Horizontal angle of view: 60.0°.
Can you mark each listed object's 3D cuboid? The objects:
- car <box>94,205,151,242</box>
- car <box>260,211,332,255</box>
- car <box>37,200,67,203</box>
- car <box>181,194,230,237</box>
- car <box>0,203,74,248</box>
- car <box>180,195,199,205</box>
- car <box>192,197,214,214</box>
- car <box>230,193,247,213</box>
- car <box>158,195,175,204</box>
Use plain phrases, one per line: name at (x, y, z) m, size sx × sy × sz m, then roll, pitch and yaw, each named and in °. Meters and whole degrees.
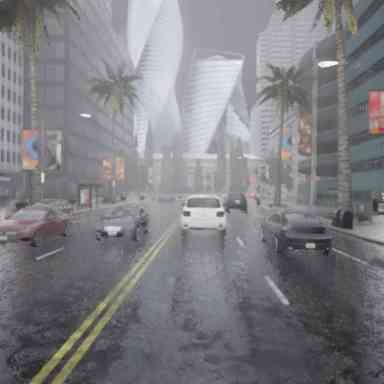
car at (-3.155, 1.401, 15.916) m, size 2.128 × 1.511 × 4.902 m, roll 1°, pitch 0°, yaw 2°
car at (3.966, 1.507, 13.321) m, size 1.837 × 1.490 × 4.892 m, roll 1°, pitch 0°, yaw 2°
car at (-9.453, 1.297, 22.083) m, size 2.231 × 1.521 × 4.892 m, roll 1°, pitch 0°, yaw 2°
car at (0.611, 1.169, 17.924) m, size 2.150 × 2.045 × 5.566 m, roll 1°, pitch 0°, yaw 2°
car at (-6.707, 1.399, 14.296) m, size 1.812 × 1.442 × 4.674 m, roll 1°, pitch 0°, yaw 2°
car at (-0.398, 1.283, 56.928) m, size 1.882 × 1.535 × 5.008 m, roll 0°, pitch 0°, yaw 17°
car at (1.164, 1.386, 35.740) m, size 2.128 × 1.511 × 4.902 m, roll 1°, pitch 0°, yaw 2°
car at (4.681, 1.156, 36.125) m, size 2.150 × 2.045 × 5.566 m, roll 1°, pitch 0°, yaw 2°
car at (-4.255, 1.242, 55.862) m, size 1.882 × 1.535 × 5.008 m, roll 0°, pitch 0°, yaw 14°
